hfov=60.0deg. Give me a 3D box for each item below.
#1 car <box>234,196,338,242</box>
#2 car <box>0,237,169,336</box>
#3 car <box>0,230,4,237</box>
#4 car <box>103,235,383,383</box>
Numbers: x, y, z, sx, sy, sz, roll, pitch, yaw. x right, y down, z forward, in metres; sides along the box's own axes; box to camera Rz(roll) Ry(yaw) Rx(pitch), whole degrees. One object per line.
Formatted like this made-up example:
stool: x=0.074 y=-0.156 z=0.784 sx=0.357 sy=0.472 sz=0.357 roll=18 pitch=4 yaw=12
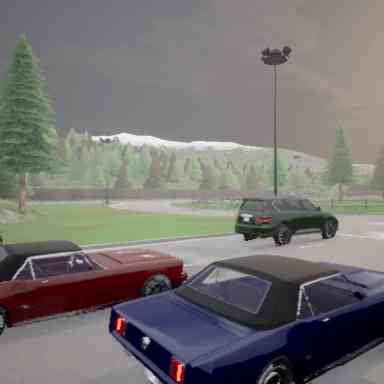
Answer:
car: x=4.474 y=1.223 z=15.517 sx=5.566 sy=2.045 sz=2.150 roll=0 pitch=0 yaw=-35
car: x=-2.434 y=1.601 z=6.305 sx=4.718 sy=1.301 sz=1.895 roll=0 pitch=0 yaw=-35
car: x=-7.151 y=1.225 z=7.249 sx=5.566 sy=2.045 sz=2.150 roll=-1 pitch=0 yaw=-35
car: x=1.390 y=1.601 z=4.729 sx=4.718 sy=1.301 sz=1.895 roll=0 pitch=0 yaw=-35
